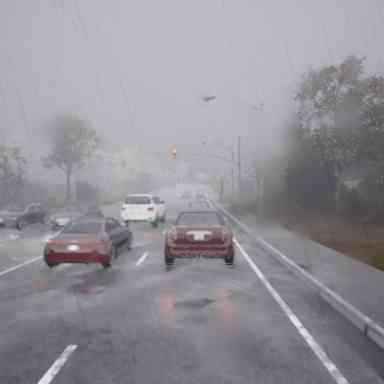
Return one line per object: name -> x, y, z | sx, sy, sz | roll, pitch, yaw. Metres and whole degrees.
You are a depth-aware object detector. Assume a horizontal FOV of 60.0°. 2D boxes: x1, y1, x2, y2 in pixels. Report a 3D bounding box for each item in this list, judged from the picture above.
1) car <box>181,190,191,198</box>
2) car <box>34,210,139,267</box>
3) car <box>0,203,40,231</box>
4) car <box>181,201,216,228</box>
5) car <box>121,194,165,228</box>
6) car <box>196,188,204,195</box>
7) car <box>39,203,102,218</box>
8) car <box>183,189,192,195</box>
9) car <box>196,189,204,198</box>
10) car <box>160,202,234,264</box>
car -> -1.504, 0.748, 80.925 | 1.994, 1.385, 4.181 | 0, 3, 2
car -> -3.273, 1.520, 11.276 | 1.994, 1.385, 4.181 | 0, 0, 1
car -> -10.269, 1.415, 20.038 | 2.128, 1.511, 4.902 | 0, 0, 2
car -> 0.455, 1.410, 22.335 | 2.128, 1.511, 4.902 | 0, 0, 1
car -> -3.084, 1.139, 21.923 | 2.150, 2.045, 5.566 | 0, 0, 3
car -> 2.278, -0.158, 90.780 | 2.097, 1.767, 4.553 | 0, 3, 2
car -> -6.771, 1.417, 19.946 | 2.128, 1.511, 4.902 | 0, 0, 2
car -> -1.219, 0.023, 90.920 | 2.033, 1.411, 5.357 | 0, 3, 2
car -> 1.994, 0.722, 80.824 | 1.812, 1.442, 4.674 | 0, 3, 2
car -> 0.239, 1.309, 11.746 | 2.097, 1.767, 4.553 | 0, 0, 1
